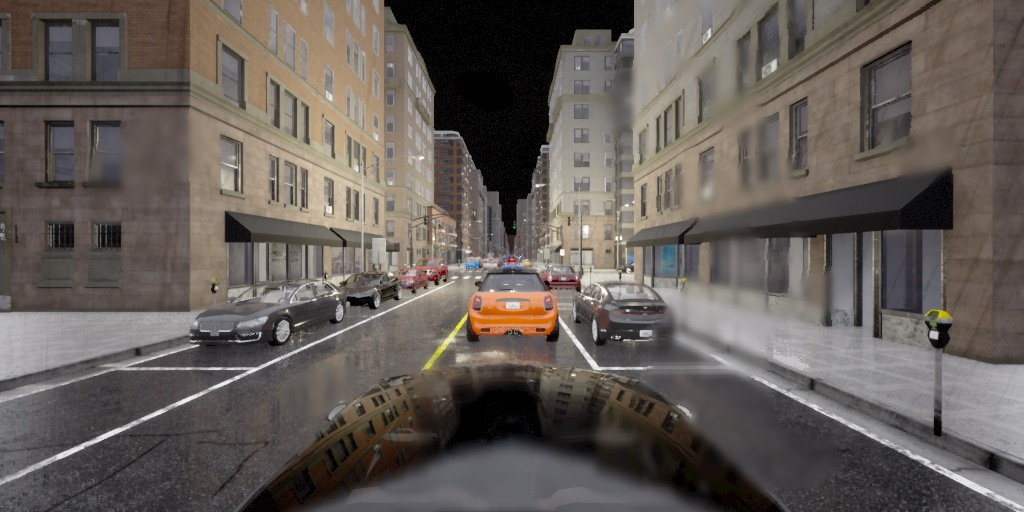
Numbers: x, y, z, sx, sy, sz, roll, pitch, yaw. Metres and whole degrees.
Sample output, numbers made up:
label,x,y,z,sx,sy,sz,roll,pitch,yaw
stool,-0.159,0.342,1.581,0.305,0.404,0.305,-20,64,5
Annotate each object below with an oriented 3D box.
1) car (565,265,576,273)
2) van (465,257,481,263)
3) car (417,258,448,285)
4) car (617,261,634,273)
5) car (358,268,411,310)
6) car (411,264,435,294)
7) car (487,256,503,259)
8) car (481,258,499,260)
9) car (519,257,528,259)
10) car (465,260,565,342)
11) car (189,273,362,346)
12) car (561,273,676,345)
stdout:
label,x,y,z,sx,sy,sz,roll,pitch,yaw
car,2.656,1.188,20.340,1.967,1.591,4.097,0,0,0
van,-5.895,1.080,52.779,1.690,1.789,3.998,0,0,0
car,-5.875,1.062,25.831,2.192,1.841,5.009,0,0,0
car,14.536,1.239,40.974,4.892,1.490,1.837,0,0,1
car,-5.866,1.315,14.784,1.948,1.339,4.313,0,0,0
car,-5.870,1.330,20.308,1.802,1.307,4.207,0,0,0
car,-3.108,1.214,64.093,1.882,1.535,5.008,0,1,1
car,-3.117,1.341,51.907,1.895,1.301,4.718,0,0,-1
car,2.622,1.261,64.171,1.751,1.417,4.829,0,0,0
car,0.014,1.102,9.948,2.097,1.767,4.553,0,0,0
car,-5.862,1.300,9.259,2.007,1.370,4.403,0,0,0
car,2.664,1.300,9.289,2.007,1.370,4.403,0,0,0
